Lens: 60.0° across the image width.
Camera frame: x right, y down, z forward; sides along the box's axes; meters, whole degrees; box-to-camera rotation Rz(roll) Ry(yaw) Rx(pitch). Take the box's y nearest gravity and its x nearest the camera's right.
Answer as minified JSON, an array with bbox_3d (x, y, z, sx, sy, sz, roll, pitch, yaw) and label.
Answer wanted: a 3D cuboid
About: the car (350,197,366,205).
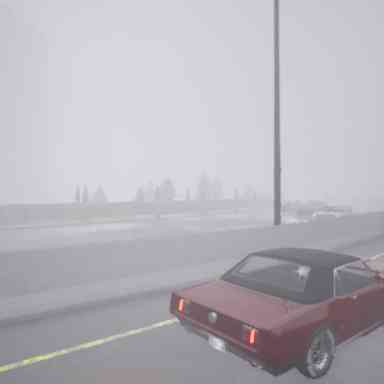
[{"bbox_3d":[29.276,1.558,58.778,1.994,1.385,4.181,0,0,17],"label":"car"}]

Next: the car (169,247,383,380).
[{"bbox_3d":[2.059,1.605,5.528,4.718,1.301,1.895,0,0,-38],"label":"car"}]

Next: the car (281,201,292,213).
[{"bbox_3d":[10.714,1.627,35.562,1.895,1.301,4.718,0,0,34],"label":"car"}]

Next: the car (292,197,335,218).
[{"bbox_3d":[11.120,1.492,30.195,1.882,1.535,5.008,0,0,36],"label":"car"}]

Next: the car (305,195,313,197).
[{"bbox_3d":[26.156,1.383,74.108,1.882,1.535,5.008,0,0,15],"label":"car"}]

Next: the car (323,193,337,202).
[{"bbox_3d":[28.179,1.222,68.075,2.150,2.045,5.566,0,0,15],"label":"car"}]

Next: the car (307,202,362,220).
[{"bbox_3d":[10.031,1.607,23.191,1.895,1.301,4.718,0,0,40],"label":"car"}]
